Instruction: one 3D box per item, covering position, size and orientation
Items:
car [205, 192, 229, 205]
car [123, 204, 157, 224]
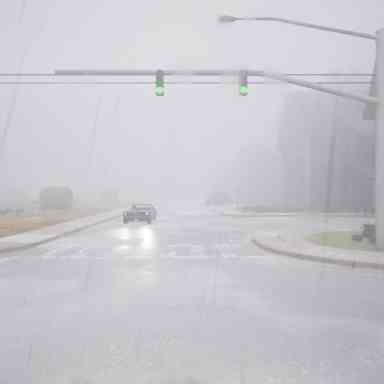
[{"bbox_3d":[3.932,0.991,52.665,1.905,1.878,3.866,-8,4,-42],"label":"car"},{"bbox_3d":[-3.685,1.522,24.048,1.895,1.301,4.718,0,0,0],"label":"car"}]
